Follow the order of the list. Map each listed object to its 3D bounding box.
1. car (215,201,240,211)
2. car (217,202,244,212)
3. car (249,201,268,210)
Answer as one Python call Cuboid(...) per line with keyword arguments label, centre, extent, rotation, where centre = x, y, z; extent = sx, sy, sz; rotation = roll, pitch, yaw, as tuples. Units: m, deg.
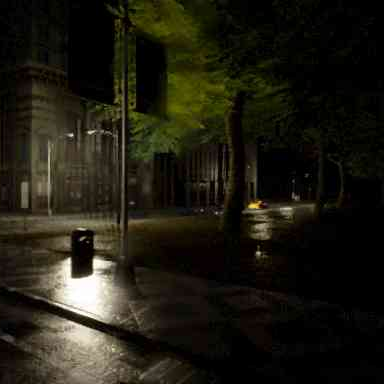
Cuboid(label="car", centre=(5.939, 2.274, 55.207), extent=(1.882, 1.535, 5.008), rotation=(0, 0, 34))
Cuboid(label="car", centre=(6.149, 2.254, 50.071), extent=(2.128, 1.511, 4.902), rotation=(0, -1, 35))
Cuboid(label="car", centre=(11.684, 2.352, 58.344), extent=(1.882, 1.535, 5.008), rotation=(0, 0, 34))
